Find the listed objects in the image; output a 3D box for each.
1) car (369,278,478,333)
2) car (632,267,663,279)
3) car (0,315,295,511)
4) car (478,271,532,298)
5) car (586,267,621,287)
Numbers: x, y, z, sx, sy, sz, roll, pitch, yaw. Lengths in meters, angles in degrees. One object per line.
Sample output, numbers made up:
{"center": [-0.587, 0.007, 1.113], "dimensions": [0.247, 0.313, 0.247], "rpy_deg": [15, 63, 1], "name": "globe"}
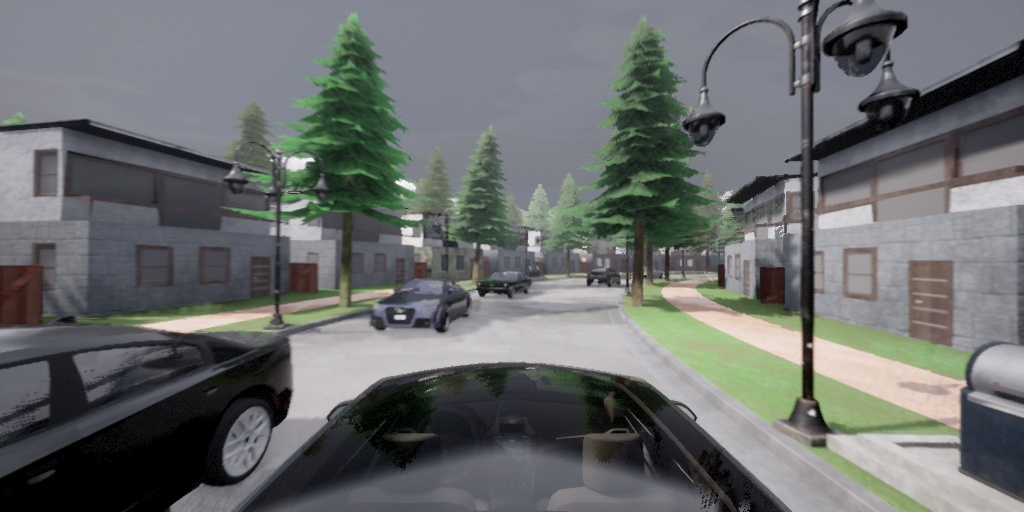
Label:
{"center": [-2.593, 1.395, 11.112], "dimensions": [1.994, 1.385, 4.181], "rpy_deg": [0, -1, 8], "name": "car"}
{"center": [15.130, 1.885, 39.725], "dimensions": [1.895, 1.301, 4.718], "rpy_deg": [0, -1, 42], "name": "car"}
{"center": [-3.315, 1.202, 1.800], "dimensions": [1.882, 1.535, 5.008], "rpy_deg": [0, -1, 1], "name": "car"}
{"center": [-0.345, 1.549, 20.214], "dimensions": [1.895, 1.301, 4.718], "rpy_deg": [0, -1, 18], "name": "car"}
{"center": [7.353, 1.606, 28.628], "dimensions": [1.837, 1.490, 4.892], "rpy_deg": [0, -1, 29], "name": "car"}
